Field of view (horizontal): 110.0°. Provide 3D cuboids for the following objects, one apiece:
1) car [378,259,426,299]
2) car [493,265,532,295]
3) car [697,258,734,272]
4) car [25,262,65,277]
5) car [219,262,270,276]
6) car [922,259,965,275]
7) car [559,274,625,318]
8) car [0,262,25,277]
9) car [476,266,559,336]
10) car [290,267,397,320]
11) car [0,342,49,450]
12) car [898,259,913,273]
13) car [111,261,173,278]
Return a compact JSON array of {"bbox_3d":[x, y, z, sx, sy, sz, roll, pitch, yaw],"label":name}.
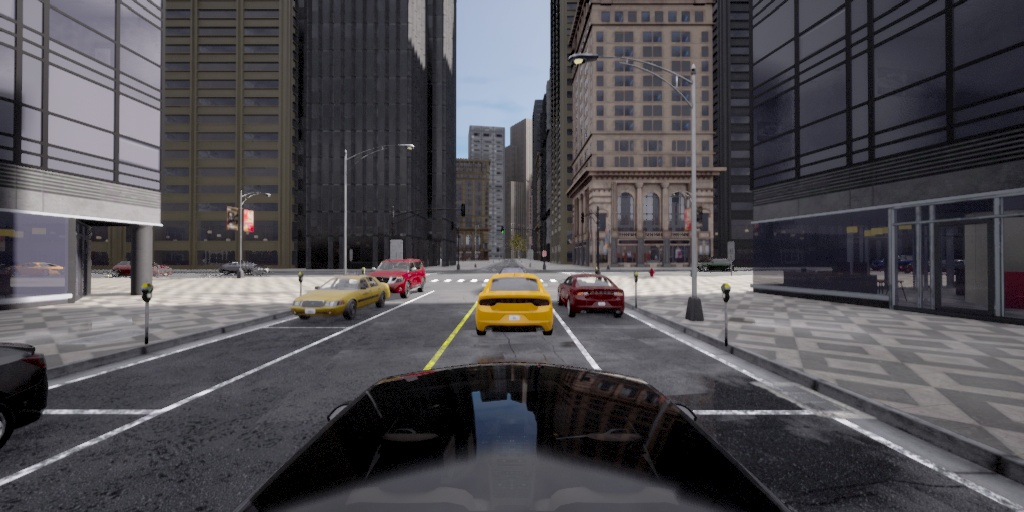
[{"bbox_3d":[-5.836,1.078,18.423,2.192,1.841,5.009,0,0,0],"label":"car"},{"bbox_3d":[0.047,1.315,21.234,2.033,1.411,5.357,0,0,1],"label":"car"},{"bbox_3d":[25.400,1.112,45.465,4.553,1.767,2.097,0,-1,0],"label":"car"},{"bbox_3d":[-51.073,1.448,38.920,5.008,1.535,1.882,-1,-1,0],"label":"car"},{"bbox_3d":[-28.899,1.370,38.815,4.902,1.511,2.128,0,-1,0],"label":"car"},{"bbox_3d":[44.253,1.124,35.557,4.902,1.511,2.128,0,-1,1],"label":"car"},{"bbox_3d":[2.682,1.301,12.949,1.888,1.381,4.507,0,0,0],"label":"car"},{"bbox_3d":[-52.163,1.113,35.684,4.181,1.385,1.994,0,-1,0],"label":"car"},{"bbox_3d":[0.078,1.231,10.491,1.882,1.535,5.008,0,0,1],"label":"car"},{"bbox_3d":[-5.844,1.281,12.793,1.751,1.417,4.829,0,0,0],"label":"car"},{"bbox_3d":[-5.859,1.316,2.046,1.948,1.339,4.313,0,0,0],"label":"car"},{"bbox_3d":[45.087,1.260,38.798,4.718,1.301,1.895,0,-1,0],"label":"car"},{"bbox_3d":[-36.599,1.233,35.578,4.553,1.767,2.097,0,-1,0],"label":"car"}]
